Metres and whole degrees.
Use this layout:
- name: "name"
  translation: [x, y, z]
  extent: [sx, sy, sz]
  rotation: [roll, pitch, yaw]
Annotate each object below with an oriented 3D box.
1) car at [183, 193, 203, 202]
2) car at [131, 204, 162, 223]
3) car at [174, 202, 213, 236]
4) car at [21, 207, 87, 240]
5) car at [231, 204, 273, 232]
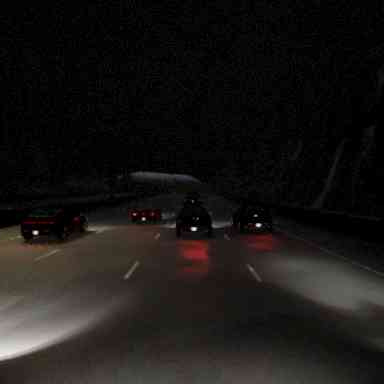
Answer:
- name: "car"
  translation: [0.090, 1.112, 40.265]
  extent: [2.150, 2.045, 5.566]
  rotation: [0, 1, 0]
- name: "car"
  translation: [-3.407, 1.600, 25.704]
  extent: [1.895, 1.301, 4.718]
  rotation: [0, 0, 0]
- name: "car"
  translation: [0.095, 1.529, 18.523]
  extent: [1.837, 1.490, 4.892]
  rotation: [0, 0, 0]
- name: "car"
  translation: [-6.905, 1.532, 17.106]
  extent: [1.837, 1.490, 4.892]
  rotation: [0, 0, 0]
- name: "car"
  translation: [3.595, 1.524, 20.387]
  extent: [1.837, 1.490, 4.892]
  rotation: [0, 0, 0]
